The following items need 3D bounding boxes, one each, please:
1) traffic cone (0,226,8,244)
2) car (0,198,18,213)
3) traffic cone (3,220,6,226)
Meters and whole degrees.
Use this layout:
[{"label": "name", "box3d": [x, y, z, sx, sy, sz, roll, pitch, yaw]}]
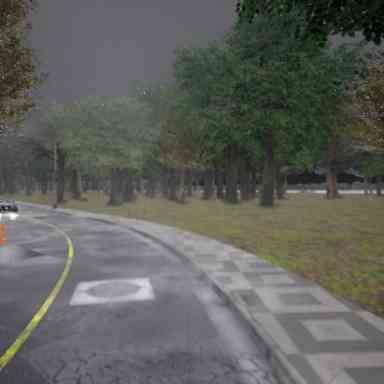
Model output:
[{"label": "traffic cone", "box3d": [-8.130, 1.894, 14.184, 0.340, 0.580, 0.340, 0, 1, -24]}, {"label": "car", "box3d": [-18.708, 1.343, 33.052, 1.994, 1.385, 4.181, 0, 1, -38]}, {"label": "traffic cone", "box3d": [-10.324, 1.864, 18.291, 0.340, 0.580, 0.340, 0, 1, -32]}]
